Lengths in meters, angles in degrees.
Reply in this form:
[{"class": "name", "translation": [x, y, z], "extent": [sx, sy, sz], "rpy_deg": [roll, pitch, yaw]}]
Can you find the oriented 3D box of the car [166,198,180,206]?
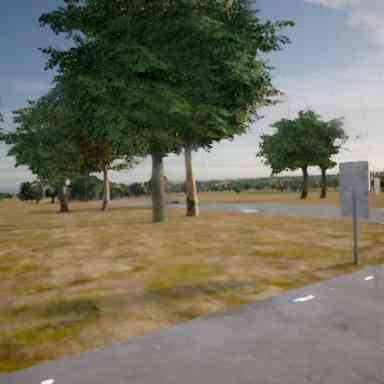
[{"class": "car", "translation": [-3.987, 1.733, 59.086], "extent": [1.895, 1.301, 4.718], "rpy_deg": [-4, 1, -28]}]
